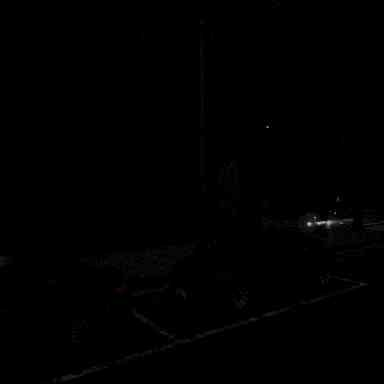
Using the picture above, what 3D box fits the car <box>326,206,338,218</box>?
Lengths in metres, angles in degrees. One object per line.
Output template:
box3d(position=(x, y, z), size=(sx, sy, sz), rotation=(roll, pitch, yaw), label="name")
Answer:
box3d(position=(10.266, 1.481, 29.131), size=(1.837, 1.490, 4.892), rotation=(0, 0, -36), label="car")

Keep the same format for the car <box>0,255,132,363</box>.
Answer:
box3d(position=(-2.878, 1.582, 4.482), size=(4.206, 1.307, 1.802), rotation=(0, 0, -35), label="car")

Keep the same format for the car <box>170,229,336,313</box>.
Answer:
box3d(position=(1.560, 1.566, 7.648), size=(4.313, 1.339, 1.947), rotation=(0, 0, -35), label="car")

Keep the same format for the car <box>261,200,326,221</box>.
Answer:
box3d(position=(7.684, 1.532, 27.153), size=(2.033, 1.411, 5.357), rotation=(0, 0, -36), label="car")
